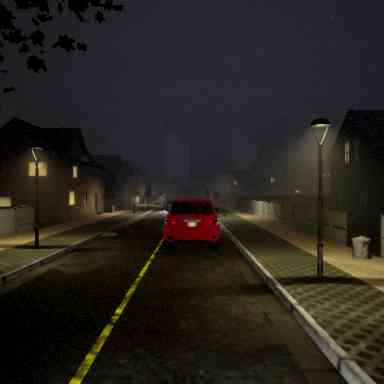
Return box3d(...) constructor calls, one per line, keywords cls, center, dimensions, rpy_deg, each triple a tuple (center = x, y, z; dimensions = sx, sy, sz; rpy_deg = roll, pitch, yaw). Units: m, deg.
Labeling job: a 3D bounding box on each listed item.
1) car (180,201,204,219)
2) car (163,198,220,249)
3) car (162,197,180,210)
box3d(cls="car", center=(0.000, 1.578, 29.650), dimensions=(1.994, 1.385, 4.181), rpy_deg=(0, 0, 0))
box3d(cls="car", center=(0.000, 1.258, 14.680), dimensions=(2.150, 2.045, 5.566), rpy_deg=(0, 0, 0))
box3d(cls="car", center=(-2.750, 1.533, 44.650), dimensions=(2.128, 1.511, 4.902), rpy_deg=(0, 0, 0))
